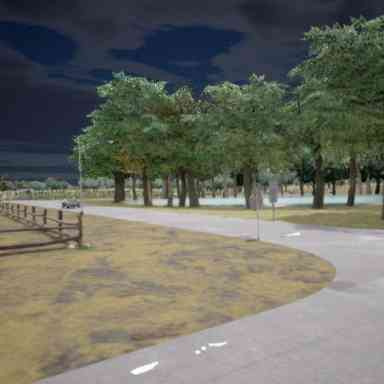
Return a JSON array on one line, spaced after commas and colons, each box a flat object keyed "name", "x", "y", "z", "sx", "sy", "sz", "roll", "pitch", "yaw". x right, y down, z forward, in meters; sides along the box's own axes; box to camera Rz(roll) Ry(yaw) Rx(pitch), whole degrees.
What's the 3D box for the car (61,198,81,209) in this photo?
[{"name": "car", "x": -18.359, "y": 1.701, "z": 50.254, "sx": 1.837, "sy": 1.490, "sz": 4.892, "roll": -3, "pitch": 1, "yaw": -35}]
